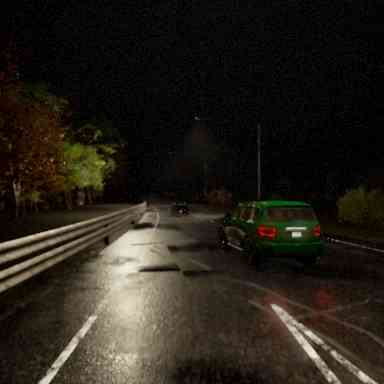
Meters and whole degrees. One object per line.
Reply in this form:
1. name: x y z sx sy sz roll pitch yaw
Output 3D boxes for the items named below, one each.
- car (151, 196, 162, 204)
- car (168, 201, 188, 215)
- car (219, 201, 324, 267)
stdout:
1. car: -8.196 2.092 78.768 1.837 1.490 4.892 0 0 -9
2. car: -1.567 1.828 37.843 1.837 1.490 4.892 0 0 -9
3. car: 2.581 1.344 12.209 2.150 2.045 5.566 0 -1 -9
